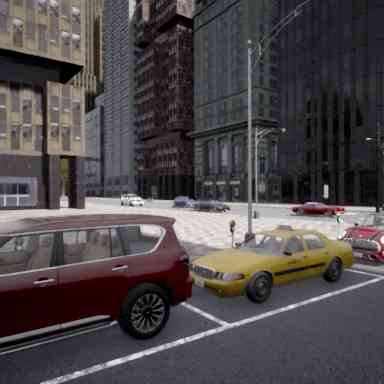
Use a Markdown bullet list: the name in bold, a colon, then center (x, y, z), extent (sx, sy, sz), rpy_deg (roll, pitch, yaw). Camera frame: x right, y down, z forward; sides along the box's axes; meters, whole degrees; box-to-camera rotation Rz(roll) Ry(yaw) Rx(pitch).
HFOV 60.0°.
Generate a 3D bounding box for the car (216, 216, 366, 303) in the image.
- **car**: center (2.105, 1.524, 8.174), extent (4.829, 1.417, 1.752), rpy_deg (0, 0, -36)

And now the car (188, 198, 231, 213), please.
- **car**: center (2.201, 1.646, 38.791), extent (2.033, 1.411, 5.357), rpy_deg (0, 0, -36)

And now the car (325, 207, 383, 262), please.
- **car**: center (6.795, 1.437, 11.540), extent (4.097, 1.590, 1.967), rpy_deg (0, 0, -36)

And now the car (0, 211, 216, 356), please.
- **car**: center (-2.309, 1.315, 5.008), extent (5.009, 1.841, 2.192), rpy_deg (0, 0, -36)

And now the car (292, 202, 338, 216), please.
- **car**: center (11.794, 1.649, 30.986), extent (1.895, 1.301, 4.718), rpy_deg (0, 0, -36)

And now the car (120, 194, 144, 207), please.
- **car**: center (-10.240, 1.367, 56.315), extent (2.150, 2.045, 5.566), rpy_deg (0, 0, -36)

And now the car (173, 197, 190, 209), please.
- **car**: center (-0.944, 1.466, 48.785), extent (2.097, 1.767, 4.553), rpy_deg (0, 0, -35)
